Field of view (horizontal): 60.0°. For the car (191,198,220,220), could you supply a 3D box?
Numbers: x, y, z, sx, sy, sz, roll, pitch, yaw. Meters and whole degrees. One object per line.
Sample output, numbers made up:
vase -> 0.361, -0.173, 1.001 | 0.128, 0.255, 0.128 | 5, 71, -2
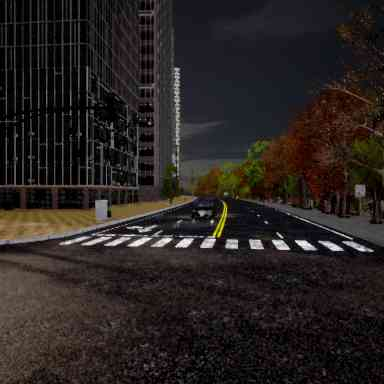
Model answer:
car -> 1.070, 1.503, 28.702 | 2.128, 1.511, 4.902 | 0, 0, 7

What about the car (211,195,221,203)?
car -> 4.804, 1.387, 66.025 | 2.033, 1.411, 5.357 | 0, 0, 5
